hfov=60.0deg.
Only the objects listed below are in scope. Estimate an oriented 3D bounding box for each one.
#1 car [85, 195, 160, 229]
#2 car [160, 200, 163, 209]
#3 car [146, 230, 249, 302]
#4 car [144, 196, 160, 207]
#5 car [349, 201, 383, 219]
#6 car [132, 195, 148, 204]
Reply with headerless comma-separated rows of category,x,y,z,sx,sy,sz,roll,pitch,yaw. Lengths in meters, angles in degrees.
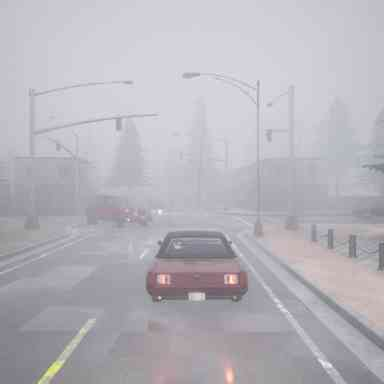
car,-4.931,1.213,22.033,5.566,2.045,2.150,0,-2,44
car,-4.823,1.530,43.443,1.994,1.385,4.181,0,0,-6
car,0.074,1.601,8.227,1.895,1.301,4.718,0,0,-1
car,-6.325,1.470,52.191,1.837,1.490,4.892,0,0,-15
car,15.771,1.476,27.886,4.902,1.511,2.128,0,0,2
car,-9.758,1.443,62.363,1.882,1.535,5.008,0,0,-23
